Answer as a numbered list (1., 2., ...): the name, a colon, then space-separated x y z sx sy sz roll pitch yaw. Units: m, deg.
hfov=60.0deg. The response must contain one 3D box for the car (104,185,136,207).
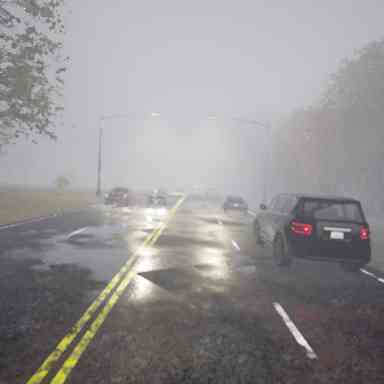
1. car: -6.429 0.295 30.041 2.097 1.767 4.553 3 2 0

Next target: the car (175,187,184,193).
1. car: -2.647 -0.442 73.196 1.895 1.301 4.718 3 1 1

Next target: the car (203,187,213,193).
1. car: 3.987 -0.478 83.846 2.033 1.411 5.357 3 0 1

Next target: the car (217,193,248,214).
1. car: 3.527 0.945 28.347 1.994 1.385 4.181 4 1 0

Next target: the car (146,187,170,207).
1. car: -3.175 0.538 31.739 2.128 1.511 4.902 3 2 0

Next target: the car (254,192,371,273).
1. car: 3.484 1.065 10.634 2.150 2.045 5.566 4 1 0

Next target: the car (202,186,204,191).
1. car: 3.854 -0.212 72.834 1.812 1.442 4.674 3 3 1

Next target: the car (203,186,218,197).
1. car: 3.731 -0.034 61.854 2.033 1.649 4.856 3 0 1

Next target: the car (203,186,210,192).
1. car: 4.097 -0.813 94.833 1.882 1.535 5.008 1 1 1
